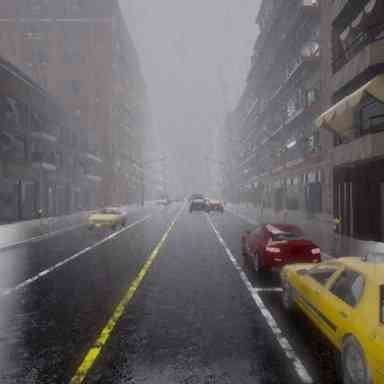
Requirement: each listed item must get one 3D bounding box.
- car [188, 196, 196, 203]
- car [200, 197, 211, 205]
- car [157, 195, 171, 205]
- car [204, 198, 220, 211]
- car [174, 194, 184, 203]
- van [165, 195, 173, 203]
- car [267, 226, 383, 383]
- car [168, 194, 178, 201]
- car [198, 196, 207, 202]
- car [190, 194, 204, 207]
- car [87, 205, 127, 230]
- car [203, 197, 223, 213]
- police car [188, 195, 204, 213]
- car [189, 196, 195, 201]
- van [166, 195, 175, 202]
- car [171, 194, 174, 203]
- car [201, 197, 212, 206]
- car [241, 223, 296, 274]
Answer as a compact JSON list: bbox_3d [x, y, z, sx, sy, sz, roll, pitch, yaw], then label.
[{"bbox_3d":[-0.001,1.675,74.288,1.895,1.301,4.718,0,0,0],"label":"car"},{"bbox_3d":[2.583,1.691,65.523,2.008,1.369,4.403,1,0,0],"label":"car"},{"bbox_3d":[-5.296,1.645,59.884,1.752,1.417,4.829,2,0,0],"label":"car"},{"bbox_3d":[2.585,1.592,43.571,1.752,1.417,4.829,1,0,0],"label":"car"},{"bbox_3d":[-2.751,1.679,75.993,2.033,1.411,5.357,0,0,0],"label":"car"},{"bbox_3d":[-5.291,1.525,76.645,1.690,1.788,3.998,2,0,0],"label":"van"},{"bbox_3d":[2.586,1.527,4.860,1.752,1.417,4.829,2,0,0],"label":"car"},{"bbox_3d":[-5.292,1.581,93.238,2.192,1.841,5.009,1,0,0],"label":"car"},{"bbox_3d":[2.584,1.755,82.115,1.887,1.381,4.507,1,0,0],"label":"car"},{"bbox_3d":[0.825,1.302,54.575,2.150,2.045,5.566,0,0,0],"label":"car"},{"bbox_3d":[-5.294,1.544,21.177,1.752,1.417,4.829,2,0,0],"label":"car"},{"bbox_3d":[2.584,1.597,37.869,1.887,1.381,4.507,1,0,0],"label":"car"},{"bbox_3d":[0.709,1.480,38.644,1.930,1.638,5.238,0,0,0],"label":"police car"},{"bbox_3d":[-0.001,1.675,89.263,1.812,1.442,4.674,0,0,0],"label":"car"},{"bbox_3d":[-5.292,1.551,82.177,1.690,1.788,3.998,1,0,0],"label":"van"},{"bbox_3d":[-5.290,1.455,65.587,2.192,1.841,5.009,2,0,0],"label":"car"},{"bbox_3d":[2.584,1.665,59.991,1.887,1.381,4.507,1,0,0],"label":"car"},{"bbox_3d":[2.584,1.588,10.219,1.802,1.307,4.206,1,0,0],"label":"car"}]
